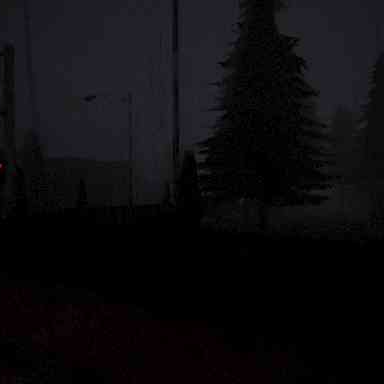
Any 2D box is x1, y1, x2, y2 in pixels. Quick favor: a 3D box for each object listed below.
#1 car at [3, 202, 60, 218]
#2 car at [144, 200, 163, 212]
[{"bbox_3d":[-14.253,1.732,29.805,1.837,1.490,4.892,-1,0,36],"label":"car"},{"bbox_3d":[-4.574,1.756,43.235,1.812,1.442,4.674,-1,0,35],"label":"car"}]
